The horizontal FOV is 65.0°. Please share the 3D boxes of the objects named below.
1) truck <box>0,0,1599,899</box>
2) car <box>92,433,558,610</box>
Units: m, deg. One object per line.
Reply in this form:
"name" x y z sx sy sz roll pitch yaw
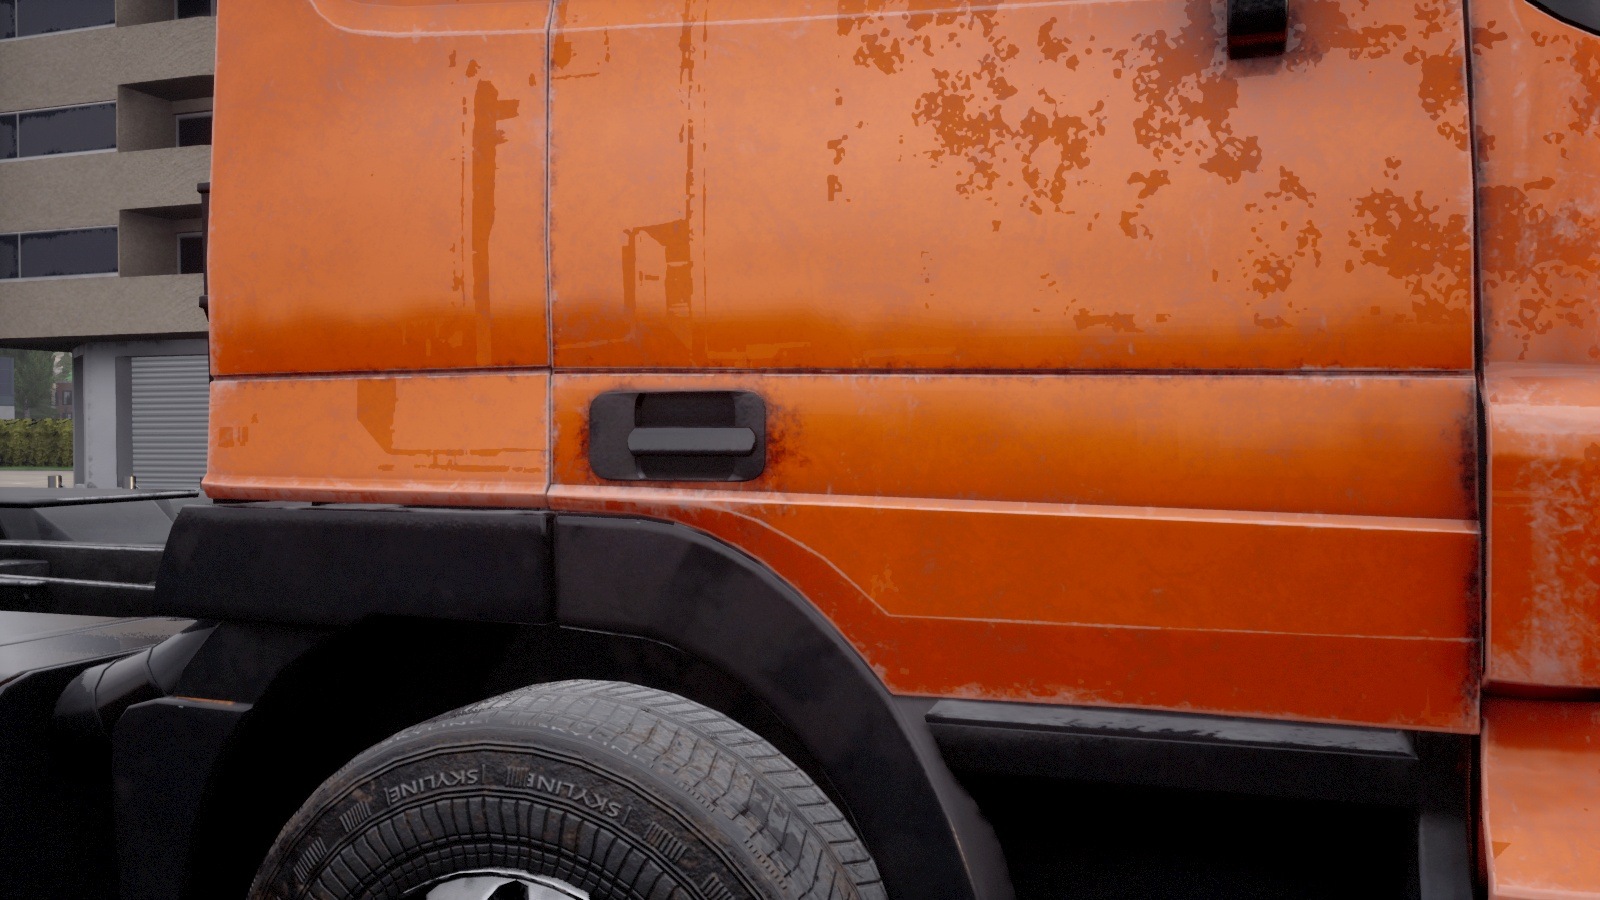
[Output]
"truck" -2.190 -0.226 3.922 7.936 3.462 2.891 1 1 19
"car" -4.518 0.581 12.099 3.806 1.475 1.970 1 1 19
